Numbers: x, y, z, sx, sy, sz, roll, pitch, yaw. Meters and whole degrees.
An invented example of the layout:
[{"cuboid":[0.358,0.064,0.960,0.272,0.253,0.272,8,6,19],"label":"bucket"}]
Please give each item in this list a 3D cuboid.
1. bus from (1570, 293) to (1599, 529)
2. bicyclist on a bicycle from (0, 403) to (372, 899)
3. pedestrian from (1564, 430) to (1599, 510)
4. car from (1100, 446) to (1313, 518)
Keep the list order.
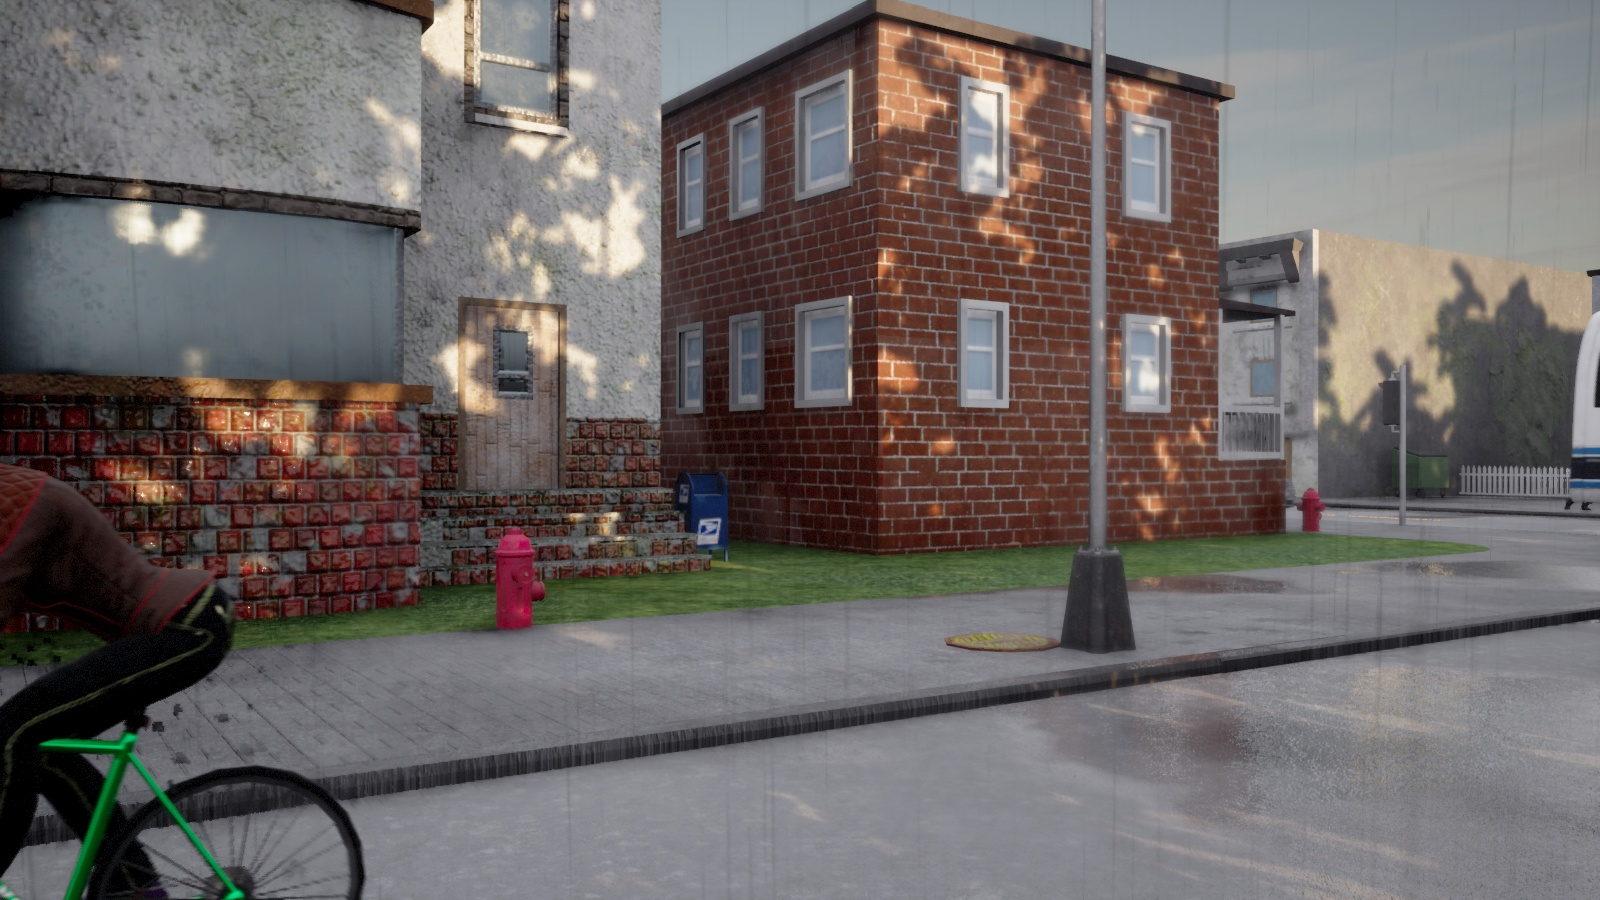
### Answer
[{"cuboid":[18.170,-0.623,19.234,3.944,4.253,10.273,3,-1,-26],"label":"bus"},{"cuboid":[-1.936,0.709,2.958,1.656,1.620,0.582,0,0,-33],"label":"bicyclist on a bicycle"},{"cuboid":[19.312,0.489,31.005,0.395,1.930,0.692,0,0,-7],"label":"pedestrian"},{"cuboid":[10.042,0.730,31.425,2.033,1.649,4.856,0,0,-33],"label":"car"}]
